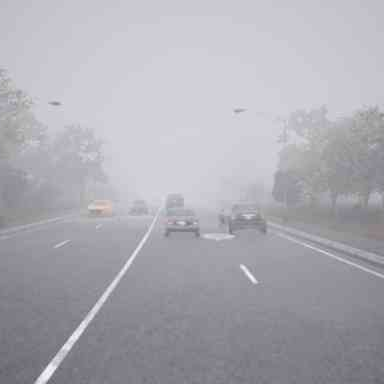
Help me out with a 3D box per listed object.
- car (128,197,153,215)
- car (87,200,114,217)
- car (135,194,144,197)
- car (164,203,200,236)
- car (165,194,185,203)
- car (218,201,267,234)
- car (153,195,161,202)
[{"bbox_3d":[-5.342,1.537,34.170,1.837,1.490,4.892,0,0,-4],"label":"car"},{"bbox_3d":[-8.687,1.512,31.843,1.882,1.535,5.008,0,0,-4],"label":"car"},{"bbox_3d":[-11.419,1.347,71.550,2.097,1.767,4.553,0,0,-4],"label":"car"},{"bbox_3d":[-0.587,1.562,18.512,2.033,1.411,5.357,0,0,-3],"label":"car"},{"bbox_3d":[-2.071,1.253,40.212,2.150,2.045,5.566,0,0,-4],"label":"car"},{"bbox_3d":[2.836,1.362,19.514,2.097,1.767,4.553,0,0,-3],"label":"car"},{"bbox_3d":[-8.118,1.515,74.467,1.812,1.442,4.674,0,0,-4],"label":"car"}]
